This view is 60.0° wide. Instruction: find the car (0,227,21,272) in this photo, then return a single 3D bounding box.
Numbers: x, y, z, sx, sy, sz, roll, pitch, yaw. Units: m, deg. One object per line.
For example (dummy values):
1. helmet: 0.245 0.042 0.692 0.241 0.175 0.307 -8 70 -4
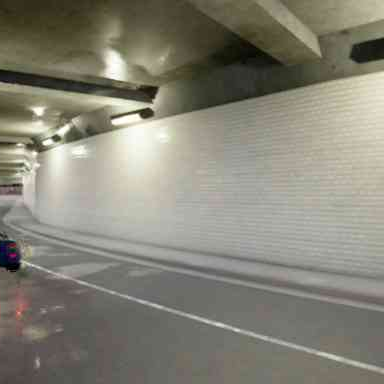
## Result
1. car: -6.757 1.617 10.112 4.674 1.442 1.812 0 -1 44
